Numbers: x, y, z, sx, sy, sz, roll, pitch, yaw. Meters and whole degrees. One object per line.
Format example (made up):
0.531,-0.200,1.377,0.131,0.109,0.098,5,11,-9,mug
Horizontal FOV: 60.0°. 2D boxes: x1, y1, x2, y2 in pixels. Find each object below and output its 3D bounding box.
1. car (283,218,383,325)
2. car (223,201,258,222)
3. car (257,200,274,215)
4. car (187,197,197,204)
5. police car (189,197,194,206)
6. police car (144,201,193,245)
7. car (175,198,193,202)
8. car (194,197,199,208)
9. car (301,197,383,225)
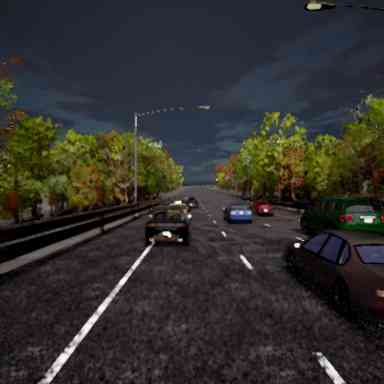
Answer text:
3.600,1.563,7.397,2.033,1.411,5.357,0,0,0,car
3.597,1.602,26.787,2.033,1.411,5.357,0,0,0,car
7.096,1.596,34.254,1.812,1.442,4.674,0,0,0,car
-0.006,1.652,65.623,1.994,1.385,4.181,0,0,0,car
-1.053,1.489,31.878,1.930,1.638,5.238,0,0,0,police car
-1.051,1.457,15.872,1.930,1.638,5.238,0,0,0,police car
-1.052,1.508,25.955,1.801,1.575,5.366,0,0,0,car
-0.005,1.605,50.026,1.837,1.490,4.892,0,0,0,car
7.098,1.254,16.053,2.150,2.045,5.566,0,0,0,car
